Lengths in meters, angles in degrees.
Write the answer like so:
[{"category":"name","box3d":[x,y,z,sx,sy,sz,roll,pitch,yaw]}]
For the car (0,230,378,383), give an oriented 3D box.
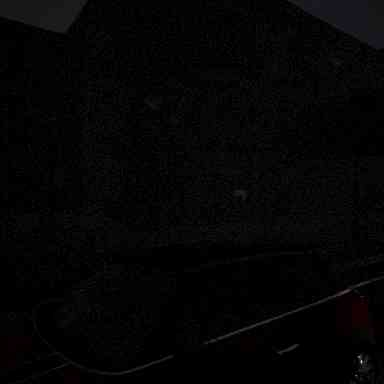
[{"category":"car","box3d":[-0.227,1.348,3.216,4.553,1.767,2.097,0,0,-36]}]
